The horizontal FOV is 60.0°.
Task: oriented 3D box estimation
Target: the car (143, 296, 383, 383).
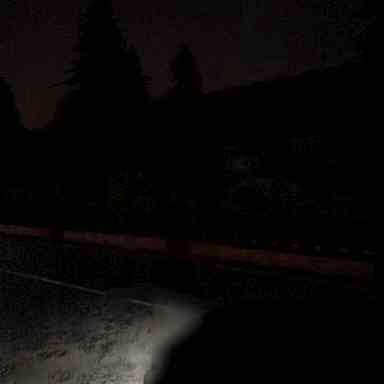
[{"bbox_3d":[2.163,1.545,2.386,5.357,1.411,2.033,0,0,35],"label":"car"}]
